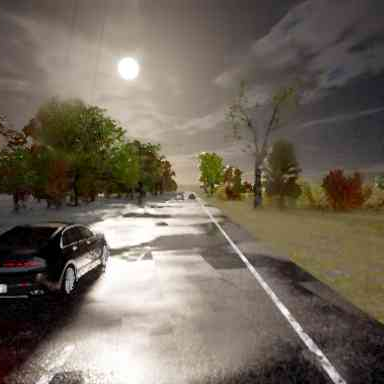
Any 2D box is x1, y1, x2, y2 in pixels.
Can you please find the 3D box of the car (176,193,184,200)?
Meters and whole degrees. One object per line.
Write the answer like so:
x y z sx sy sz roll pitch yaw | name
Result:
-3.519 1.409 91.338 1.812 1.442 4.674 0 0 0 | car

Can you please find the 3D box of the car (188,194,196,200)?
-0.019 1.410 91.339 1.812 1.442 4.674 0 0 0 | car

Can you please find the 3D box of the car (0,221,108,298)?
-3.503 1.502 8.450 1.837 1.490 4.892 0 0 0 | car
